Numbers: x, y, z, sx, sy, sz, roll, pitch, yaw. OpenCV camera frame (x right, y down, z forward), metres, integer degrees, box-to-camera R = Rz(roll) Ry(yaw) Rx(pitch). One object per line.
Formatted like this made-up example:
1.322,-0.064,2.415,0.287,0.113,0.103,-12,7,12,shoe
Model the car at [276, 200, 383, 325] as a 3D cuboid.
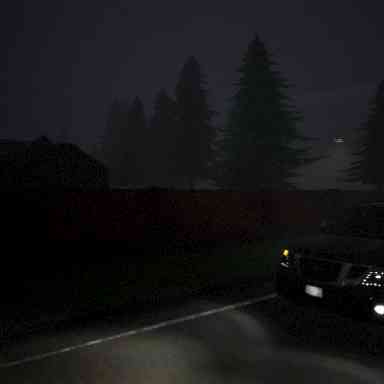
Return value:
4.206,1.221,6.891,5.566,2.045,2.150,0,0,-35,car
